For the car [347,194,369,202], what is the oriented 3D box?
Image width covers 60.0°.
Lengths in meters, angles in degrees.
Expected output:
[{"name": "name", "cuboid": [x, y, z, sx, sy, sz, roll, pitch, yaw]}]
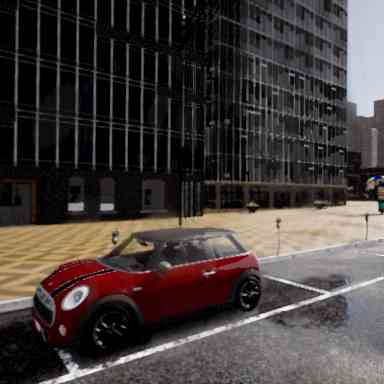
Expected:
[{"name": "car", "cuboid": [40.446, 1.417, 81.139, 2.192, 1.841, 5.009, 1, -1, -35]}]

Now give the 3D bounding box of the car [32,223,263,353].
[{"name": "car", "cuboid": [-0.654, 1.438, 6.084, 4.097, 1.590, 1.967, 0, 1, -35]}]
